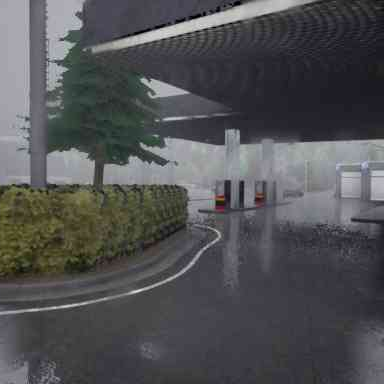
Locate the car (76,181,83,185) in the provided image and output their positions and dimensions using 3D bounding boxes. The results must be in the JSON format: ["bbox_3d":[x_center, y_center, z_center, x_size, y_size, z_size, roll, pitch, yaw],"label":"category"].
[{"bbox_3d":[-24.034,-1.234,68.214,4.605,1.855,1.932,2,2,36],"label":"car"}]

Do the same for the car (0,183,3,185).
[{"bbox_3d":[-32.957,-0.842,55.295,5.027,1.636,2.152,2,2,36],"label":"car"}]

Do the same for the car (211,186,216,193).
[{"bbox_3d":[6.256,-0.612,65.259,5.027,1.636,2.152,2,2,36],"label":"car"}]

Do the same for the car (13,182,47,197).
[{"bbox_3d":[-20.765,-0.365,42.521,4.605,1.855,1.932,2,2,36],"label":"car"}]

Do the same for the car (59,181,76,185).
[{"bbox_3d":[-25.414,-1.183,65.625,3.866,1.878,1.905,2,2,36],"label":"car"}]

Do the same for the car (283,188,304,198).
[{"bbox_3d":[15.156,0.148,49.491,2.128,1.511,4.902,2,2,36],"label":"car"}]

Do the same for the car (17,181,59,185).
[{"bbox_3d":[-16.347,-0.105,35.232,3.866,1.878,1.905,2,2,36],"label":"car"}]
